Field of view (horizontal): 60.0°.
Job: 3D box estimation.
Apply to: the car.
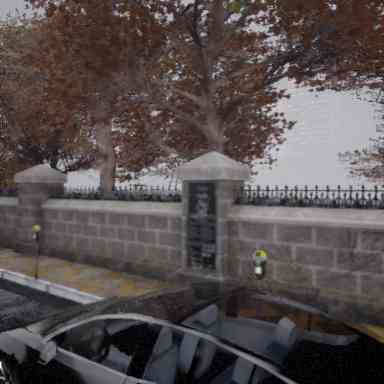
[{"bbox_3d":[-0.160,1.555,3.065,4.313,1.339,1.947,0,0,35],"label":"car"}]
